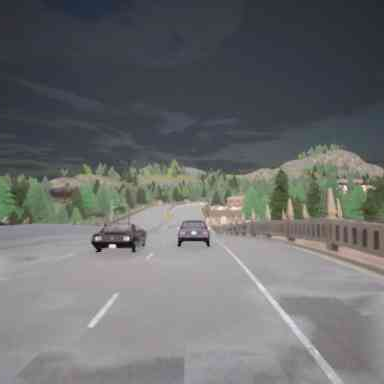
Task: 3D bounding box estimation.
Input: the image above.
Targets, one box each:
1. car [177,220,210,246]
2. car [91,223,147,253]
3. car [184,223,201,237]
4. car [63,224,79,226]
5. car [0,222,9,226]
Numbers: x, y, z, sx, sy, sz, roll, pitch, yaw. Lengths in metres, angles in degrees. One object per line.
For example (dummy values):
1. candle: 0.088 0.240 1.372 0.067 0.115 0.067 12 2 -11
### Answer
1. car: 0.098 2.399 19.861 2.033 1.411 5.357 0 -5 0
2. car: -3.402 2.189 16.468 1.895 1.301 4.718 0 -4 0
3. car: 0.096 4.370 38.242 1.837 1.490 4.892 0 -7 0
4. car: -14.003 4.349 37.856 2.128 1.511 4.902 0 -7 0
5. car: -17.516 3.236 28.714 1.882 1.535 5.008 0 -7 0
